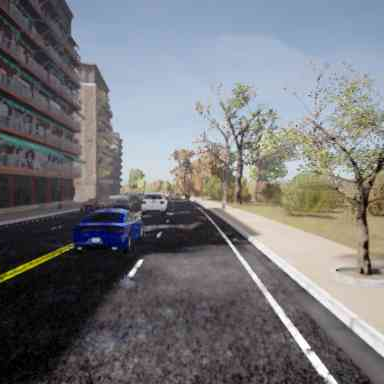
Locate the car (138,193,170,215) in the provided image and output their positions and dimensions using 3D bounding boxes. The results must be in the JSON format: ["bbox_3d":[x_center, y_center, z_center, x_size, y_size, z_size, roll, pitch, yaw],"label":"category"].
[{"bbox_3d":[-3.506,1.074,31.781,2.150,2.045,5.566,0,0,-2],"label":"car"}]

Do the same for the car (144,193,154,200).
[{"bbox_3d":[-9.447,0.976,73.750,2.033,1.411,5.357,0,0,-5],"label":"car"}]

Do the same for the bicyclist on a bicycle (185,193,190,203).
[{"bbox_3d":[-0.515,1.193,54.326,0.582,1.620,1.656,0,0,-4],"label":"bicyclist on a bicycle"}]

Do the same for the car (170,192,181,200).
[{"bbox_3d":[-3.770,1.070,82.443,1.882,1.535,5.008,0,0,-6],"label":"car"}]

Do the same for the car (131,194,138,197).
[{"bbox_3d":[-12.856,1.122,75.316,1.994,1.385,4.181,0,0,-5],"label":"car"}]

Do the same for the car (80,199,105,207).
[{"bbox_3d":[-10.315,1.403,34.953,1.994,1.385,4.181,0,0,-2],"label":"car"}]

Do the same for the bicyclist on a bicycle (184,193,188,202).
[{"bbox_3d":[-1.150,1.064,63.393,0.659,1.776,1.843,0,0,-5],"label":"bicyclist on a bicycle"}]

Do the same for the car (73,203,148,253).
[{"bbox_3d":[-3.172,1.415,13.411,1.882,1.535,5.008,0,0,0],"label":"car"}]

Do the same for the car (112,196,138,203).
[{"bbox_3d":[-7.016,1.410,33.466,1.994,1.385,4.181,0,0,-2],"label":"car"}]
